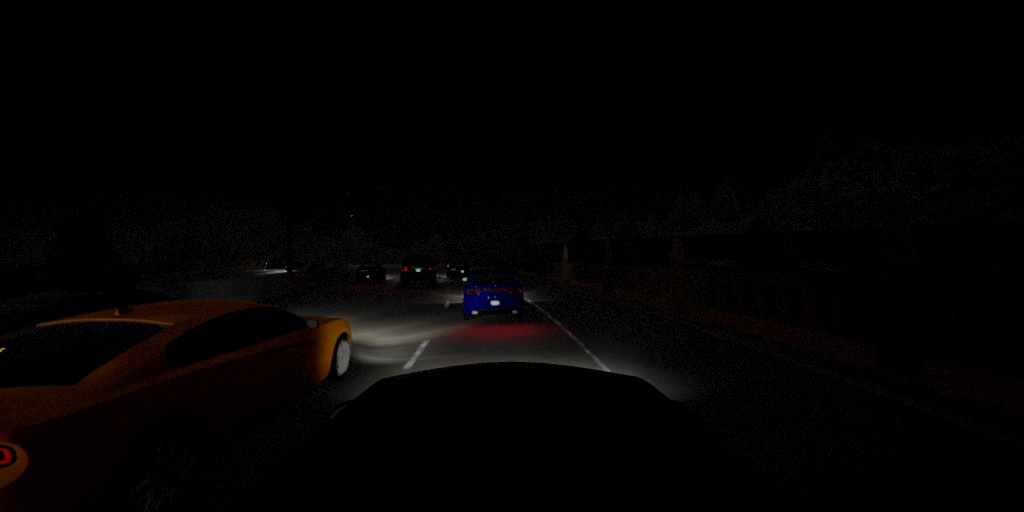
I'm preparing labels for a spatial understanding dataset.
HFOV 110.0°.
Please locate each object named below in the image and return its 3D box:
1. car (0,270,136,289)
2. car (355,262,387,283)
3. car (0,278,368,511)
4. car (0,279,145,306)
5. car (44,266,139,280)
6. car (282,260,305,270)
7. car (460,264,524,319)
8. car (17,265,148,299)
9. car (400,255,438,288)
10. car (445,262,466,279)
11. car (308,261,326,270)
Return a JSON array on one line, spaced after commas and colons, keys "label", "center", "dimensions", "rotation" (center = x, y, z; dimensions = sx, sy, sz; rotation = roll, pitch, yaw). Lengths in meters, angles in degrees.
[{"label": "car", "center": [-14.671, 1.340, 10.440], "dimensions": [2.033, 1.411, 5.357], "rotation": [0, 0, -6]}, {"label": "car", "center": [-10.701, 1.224, 27.431], "dimensions": [2.128, 1.511, 4.902], "rotation": [0, 0, -15]}, {"label": "car", "center": [-3.602, 1.235, 4.136], "dimensions": [1.882, 1.535, 5.008], "rotation": [0, 0, -2]}, {"label": "car", "center": [-7.206, 1.292, 6.390], "dimensions": [1.812, 1.442, 4.674], "rotation": [0, 0, -3]}, {"label": "car", "center": [-18.901, 1.312, 15.246], "dimensions": [1.837, 1.490, 4.892], "rotation": [0, 0, -10]}, {"label": "car", "center": [-32.628, 1.315, 54.141], "dimensions": [2.128, 1.511, 4.902], "rotation": [-1, 0, -23]}, {"label": "car", "center": [-0.746, 1.197, 12.820], "dimensions": [1.882, 1.535, 5.008], "rotation": [0, 0, -6]}, {"label": "car", "center": [-23.401, 1.321, 19.928], "dimensions": [2.128, 1.511, 4.902], "rotation": [0, 0, -14]}, {"label": "car", "center": [-6.155, 0.936, 23.917], "dimensions": [2.150, 2.045, 5.566], "rotation": [0, 0, -13]}, {"label": "car", "center": [-4.691, 1.244, 31.666], "dimensions": [1.994, 1.385, 4.181], "rotation": [0, 0, -17]}, {"label": "car", "center": [-26.737, 1.391, 49.237], "dimensions": [1.895, 1.301, 4.718], "rotation": [-1, 0, -23]}]
